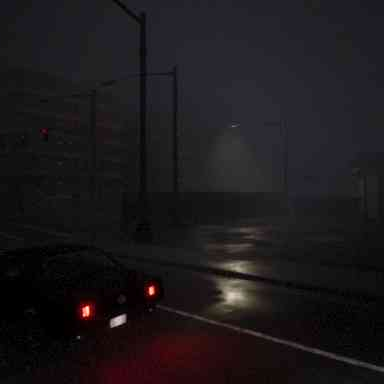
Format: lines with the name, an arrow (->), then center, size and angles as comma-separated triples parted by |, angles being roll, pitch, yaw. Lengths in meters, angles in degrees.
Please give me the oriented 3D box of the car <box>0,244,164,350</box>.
car -> -2.859, 1.678, 6.397 | 4.718, 1.301, 1.895 | -1, -1, 38
